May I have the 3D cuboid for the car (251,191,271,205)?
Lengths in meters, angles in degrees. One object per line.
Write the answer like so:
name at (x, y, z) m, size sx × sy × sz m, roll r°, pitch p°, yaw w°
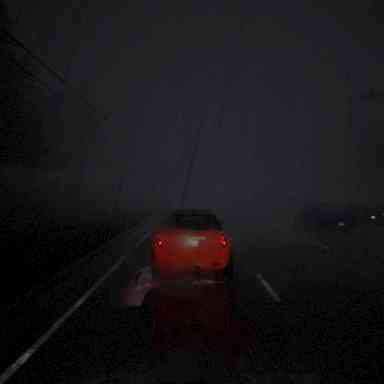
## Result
car at (10.639, 0.914, 51.391) m, size 2.150 × 2.045 × 5.566 m, roll 0°, pitch 0°, yaw 0°

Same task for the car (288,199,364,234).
car at (7.113, 1.369, 18.322) m, size 1.882 × 1.535 × 5.008 m, roll 0°, pitch 0°, yaw 0°

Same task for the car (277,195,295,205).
car at (14.137, 1.194, 50.065) m, size 2.128 × 1.511 × 4.902 m, roll 0°, pitch 0°, yaw 0°

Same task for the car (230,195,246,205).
car at (7.137, 1.218, 51.551) m, size 1.812 × 1.442 × 4.674 m, roll 0°, pitch 0°, yaw 0°

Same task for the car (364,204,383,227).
car at (10.617, 1.437, 21.503) m, size 1.994 × 1.385 × 4.181 m, roll 0°, pitch 0°, yaw 0°

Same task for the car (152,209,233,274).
car at (0.008, 1.288, 10.440) m, size 2.097 × 1.767 × 4.553 m, roll 0°, pitch 0°, yaw 0°
